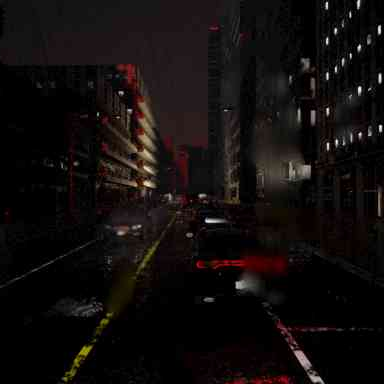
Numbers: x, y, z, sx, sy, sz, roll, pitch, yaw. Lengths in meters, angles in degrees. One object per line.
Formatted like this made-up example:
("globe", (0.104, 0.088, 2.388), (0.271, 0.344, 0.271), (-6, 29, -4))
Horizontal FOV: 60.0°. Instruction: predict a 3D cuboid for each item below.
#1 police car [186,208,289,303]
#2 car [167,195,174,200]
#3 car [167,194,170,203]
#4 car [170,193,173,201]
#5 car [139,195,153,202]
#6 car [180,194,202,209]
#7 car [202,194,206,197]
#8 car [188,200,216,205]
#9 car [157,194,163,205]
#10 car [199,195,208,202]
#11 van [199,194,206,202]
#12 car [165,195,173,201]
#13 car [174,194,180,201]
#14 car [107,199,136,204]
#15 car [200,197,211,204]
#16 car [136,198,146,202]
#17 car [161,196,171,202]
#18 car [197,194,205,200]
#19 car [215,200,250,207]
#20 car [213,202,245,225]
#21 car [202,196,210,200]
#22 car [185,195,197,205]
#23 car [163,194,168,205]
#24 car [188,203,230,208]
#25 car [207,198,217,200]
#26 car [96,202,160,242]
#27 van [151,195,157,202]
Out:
("police car", (0.880, 1.428, 8.412), (1.930, 1.638, 5.238), (0, 0, 0))
("car", (-5.854, 1.595, 91.391), (1.802, 1.307, 4.206), (1, 0, 0))
("car", (-5.820, 1.454, 63.659), (1.967, 1.590, 4.097), (1, 0, 0))
("car", (-5.834, 1.329, 69.205), (2.192, 1.841, 5.009), (1, 0, 0))
("car", (-5.756, 1.451, 35.926), (1.967, 1.590, 4.097), (1, 0, 0))
("car", (-0.092, 1.233, 45.501), (2.150, 2.045, 5.566), (0, 0, 0))
("car", (2.583, 1.538, 52.835), (1.752, 1.417, 4.829), (1, 0, 0))
("car", (0.792, 1.535, 24.302), (1.812, 1.442, 4.674), (0, 0, 0))
("car", (-5.780, 1.327, 47.018), (2.192, 1.841, 5.009), (1, 0, 0))
("car", (2.534, 1.455, 74.857), (1.967, 1.590, 4.097), (1, 0, 0))
("van", (2.523, 1.355, 80.405), (1.690, 1.788, 3.998), (1, 0, 0))
("car", (-5.840, 1.539, 85.675), (1.752, 1.417, 4.829), (1, 0, 0))
("car", (-3.190, 1.491, 82.353), (1.882, 1.535, 5.008), (0, 0, 0))
("car", (-5.731, 1.449, 24.831), (1.967, 1.590, 4.097), (1, 0, 0))
("car", (2.557, 1.596, 63.761), (1.802, 1.307, 4.206), (1, 0, 0))
("car", (-5.746, 1.555, 30.379), (1.887, 1.381, 4.507), (1, 0, 0))
("car", (-5.857, 1.540, 74.581), (1.752, 1.417, 4.829), (1, 0, 0))
("car", (2.496, 1.453, 91.501), (1.967, 1.590, 4.097), (1, 0, 0))
("car", (2.661, 1.447, 19.377), (1.967, 1.590, 4.097), (1, 0, 0))
("car", (2.647, 1.553, 24.925), (1.887, 1.381, 4.507), (1, 0, 0))
("car", (2.608, 1.562, 41.569), (2.008, 1.369, 4.403), (1, 0, 0))
("car", (-0.136, 1.365, 58.879), (2.097, 1.767, 4.553), (0, 0, 0))
("car", (-5.810, 1.564, 58.112), (2.008, 1.369, 4.403), (1, 0, 0))
("car", (0.837, 1.533, 18.303), (1.812, 1.442, 4.674), (0, 0, 0))
("car", (2.634, 1.554, 30.474), (1.887, 1.381, 4.507), (1, 0, 0))
("car", (-3.039, 1.498, 16.631), (2.128, 1.511, 4.902), (0, 0, 0))
("van", (-5.767, 1.352, 41.472), (1.690, 1.788, 3.998), (1, 0, 0))
